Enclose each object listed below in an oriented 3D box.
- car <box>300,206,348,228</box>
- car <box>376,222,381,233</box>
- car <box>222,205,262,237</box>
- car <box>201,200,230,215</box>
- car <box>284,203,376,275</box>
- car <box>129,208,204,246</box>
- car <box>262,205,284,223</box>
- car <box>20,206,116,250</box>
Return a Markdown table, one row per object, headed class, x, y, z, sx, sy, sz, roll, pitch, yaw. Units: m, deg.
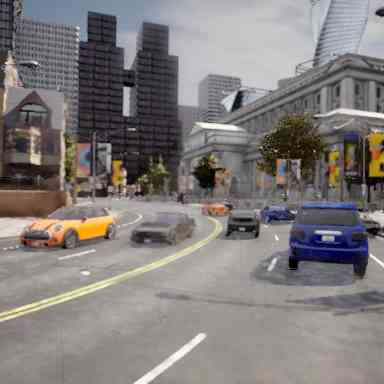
| class | x | y | z | sx | sy | sz | roll | pitch | yaw |
| --- | --- | --- | --- | --- | --- | --- | --- | --- | --- |
| car | 10.434 | 1.937 | 26.750 | 2.002 | 1.452 | 4.674 | 1 | -1 | 1 |
| car | 10.102 | 1.946 | 21.029 | 1.895 | 1.301 | 4.718 | 1 | -1 | 11 |
| car | 3.105 | 1.763 | 20.135 | 1.837 | 1.490 | 4.892 | 1 | -1 | 10 |
| car | 2.510 | 1.815 | 39.645 | 2.097 | 1.767 | 4.553 | 1 | -1 | -12 |
| car | 4.559 | 1.400 | 11.510 | 2.150 | 2.045 | 5.566 | 1 | -1 | 19 |
| car | -1.174 | 1.717 | 16.635 | 2.033 | 1.411 | 5.357 | 1 | -1 | 15 |
| car | 7.275 | 1.888 | 29.532 | 1.882 | 1.535 | 5.008 | 1 | -1 | 0 |
| car | -5.400 | 1.453 | 15.084 | 2.097 | 1.767 | 4.553 | 0 | -1 | 19 |
